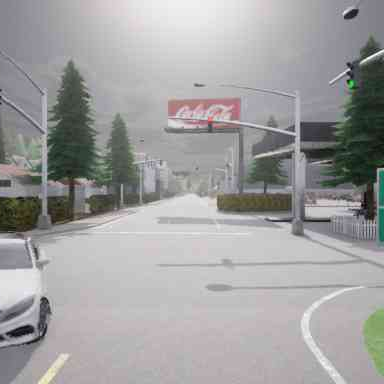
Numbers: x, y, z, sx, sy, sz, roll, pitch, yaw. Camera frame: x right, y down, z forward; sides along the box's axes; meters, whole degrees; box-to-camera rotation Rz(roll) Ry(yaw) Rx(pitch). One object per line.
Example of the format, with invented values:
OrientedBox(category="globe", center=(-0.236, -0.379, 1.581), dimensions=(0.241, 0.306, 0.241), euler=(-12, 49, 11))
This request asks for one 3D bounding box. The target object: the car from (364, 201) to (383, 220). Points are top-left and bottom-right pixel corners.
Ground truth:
OrientedBox(category="car", center=(18.705, 1.672, 30.609), dimensions=(4.611, 1.667, 2.242), euler=(0, 0, 0))

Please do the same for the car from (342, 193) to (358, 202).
OrientedBox(category="car", center=(34.931, 1.489, 71.791), dimensions=(2.007, 1.523, 4.514), euler=(0, 0, 0))

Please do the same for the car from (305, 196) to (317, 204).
OrientedBox(category="car", center=(22.524, 1.552, 64.004), dimensions=(1.970, 1.475, 3.806), euler=(0, 0, 0))

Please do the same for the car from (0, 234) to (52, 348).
OrientedBox(category="car", center=(-3.672, 1.558, 6.140), dimensions=(1.812, 1.442, 4.674), euler=(2, -2, -22))

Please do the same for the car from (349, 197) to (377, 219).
OrientedBox(category="car", center=(14.376, 1.505, 24.940), dimensions=(3.866, 1.878, 1.905), euler=(0, 0, 0))
